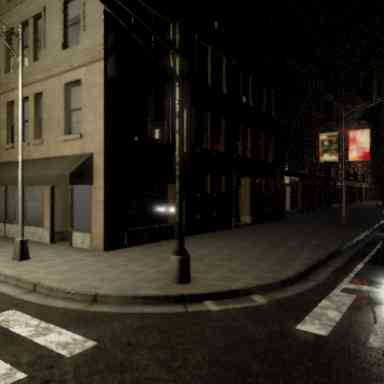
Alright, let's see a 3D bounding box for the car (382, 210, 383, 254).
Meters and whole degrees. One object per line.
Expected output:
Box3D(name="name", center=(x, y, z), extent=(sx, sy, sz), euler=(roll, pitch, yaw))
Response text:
Box3D(name="car", center=(8.311, 1.208, 12.023), extent=(2.150, 2.045, 5.566), euler=(0, 0, 33))
